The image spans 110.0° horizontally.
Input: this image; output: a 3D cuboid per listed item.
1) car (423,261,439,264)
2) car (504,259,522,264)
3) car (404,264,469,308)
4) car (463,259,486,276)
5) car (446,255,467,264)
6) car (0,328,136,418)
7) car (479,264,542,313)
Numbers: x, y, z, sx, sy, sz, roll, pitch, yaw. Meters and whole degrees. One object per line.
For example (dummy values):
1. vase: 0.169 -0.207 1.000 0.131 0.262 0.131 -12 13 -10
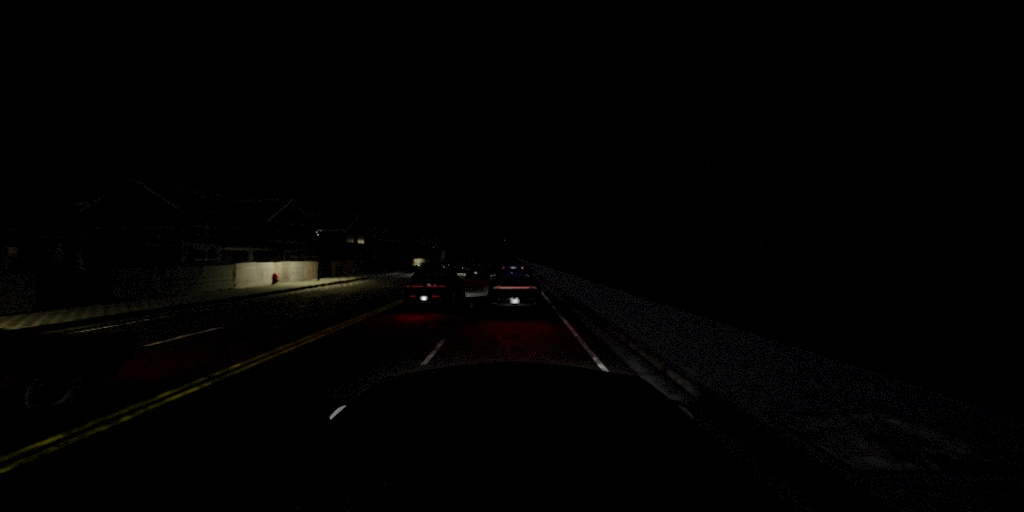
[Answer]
1. car: -9.845 1.288 43.926 1.994 1.385 4.181 0 0 0
2. car: 0.096 1.087 31.950 2.097 1.767 4.553 0 0 0
3. car: -3.152 1.249 15.250 1.837 1.490 4.892 0 0 0
4. car: -3.154 1.259 33.324 1.812 1.442 4.674 0 0 0
5. car: -6.600 0.946 43.852 2.150 2.045 5.566 0 0 0
6. car: -6.601 1.349 3.121 1.895 1.301 4.718 0 0 0
7. car: 0.099 1.236 13.943 2.128 1.511 4.902 0 0 0
